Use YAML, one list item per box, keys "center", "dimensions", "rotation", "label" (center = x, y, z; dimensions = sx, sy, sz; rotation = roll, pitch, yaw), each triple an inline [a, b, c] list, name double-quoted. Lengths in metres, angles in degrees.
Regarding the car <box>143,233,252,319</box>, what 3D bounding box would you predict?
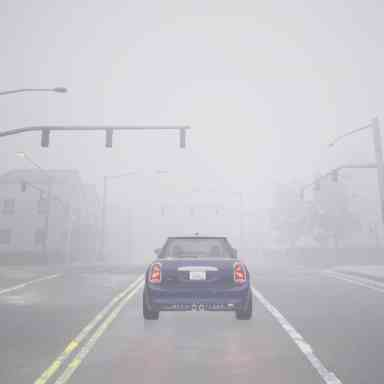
- center: [0.106, 1.810, 8.262]
  dimensions: [2.097, 1.767, 4.553]
  rotation: [0, -7, 0]
  label: "car"
